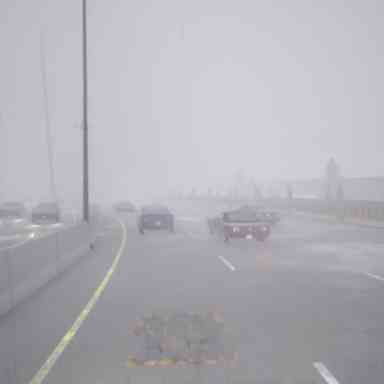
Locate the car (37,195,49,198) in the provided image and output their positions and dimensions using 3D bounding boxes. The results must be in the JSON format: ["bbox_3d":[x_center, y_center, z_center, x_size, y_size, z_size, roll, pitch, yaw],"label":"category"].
[{"bbox_3d":[-31.380,1.481,70.205,2.097,1.767,4.553,0,-1,-21],"label":"car"}]

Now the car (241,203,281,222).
[{"bbox_3d":[4.185,1.501,23.141,2.033,1.411,5.357,0,0,-13],"label":"car"}]

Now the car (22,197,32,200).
[{"bbox_3d":[-35.567,1.659,71.380,1.895,1.301,4.718,0,-1,-21],"label":"car"}]

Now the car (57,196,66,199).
[{"bbox_3d":[-25.779,1.603,65.310,1.882,1.535,5.008,0,0,-21],"label":"car"}]

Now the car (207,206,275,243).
[{"bbox_3d":[2.034,1.577,16.064,1.895,1.301,4.718,0,0,-10],"label":"car"}]

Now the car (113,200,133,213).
[{"bbox_3d":[-7.717,1.582,37.518,1.994,1.385,4.181,0,0,-20],"label":"car"}]

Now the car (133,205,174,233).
[{"bbox_3d":[-2.267,1.476,19.705,1.882,1.535,5.008,0,0,-12],"label":"car"}]

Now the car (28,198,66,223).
[{"bbox_3d":[-11.450,1.534,26.467,1.882,1.535,5.008,0,0,-17],"label":"car"}]

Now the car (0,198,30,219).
[{"bbox_3d":[-16.464,1.571,30.480,1.882,1.535,5.008,0,0,-20],"label":"car"}]
